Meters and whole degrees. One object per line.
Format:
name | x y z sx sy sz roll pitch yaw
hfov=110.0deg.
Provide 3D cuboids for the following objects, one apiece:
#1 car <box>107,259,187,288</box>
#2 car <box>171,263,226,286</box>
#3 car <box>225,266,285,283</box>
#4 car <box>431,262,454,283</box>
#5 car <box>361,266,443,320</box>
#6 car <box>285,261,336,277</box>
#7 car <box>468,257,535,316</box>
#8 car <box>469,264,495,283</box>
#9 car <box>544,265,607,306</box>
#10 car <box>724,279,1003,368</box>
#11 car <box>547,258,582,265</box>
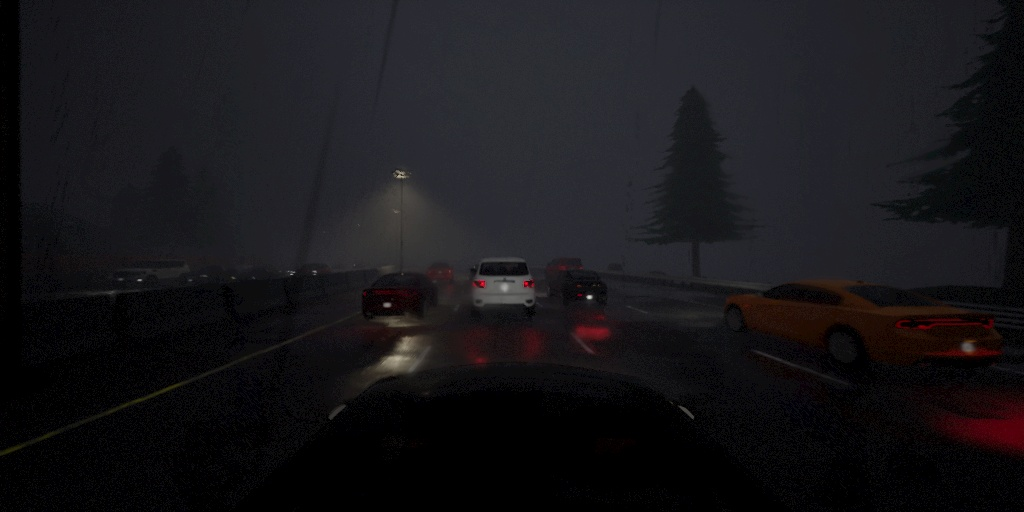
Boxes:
car | -26.909 1.242 26.929 2.150 2.045 5.566 0 0 -10
car | -23.614 1.511 28.245 2.128 1.511 4.902 0 0 -11
car | -20.141 1.559 28.862 2.033 1.411 5.357 0 0 -11
car | -6.055 1.327 30.472 2.097 1.767 4.553 0 0 -10
car | -3.920 1.323 13.277 1.882 1.535 5.008 0 0 -4
car | -16.899 1.363 30.321 2.097 1.767 4.553 0 0 -11
car | -0.427 1.062 13.978 2.150 2.045 5.566 0 0 -4
car | -2.803 1.484 32.250 1.837 1.490 4.892 0 0 -10
car | 2.866 1.352 16.471 1.837 1.490 4.892 0 0 -5
car | 6.866 1.249 7.940 1.882 1.535 5.008 0 0 -2
car | 4.472 1.170 31.452 2.150 2.045 5.566 0 0 -10
